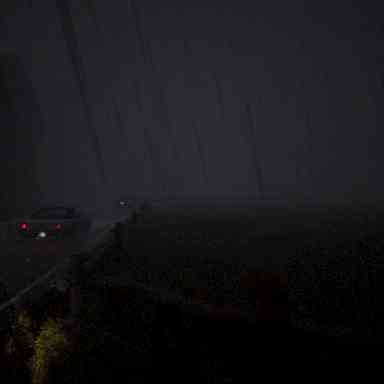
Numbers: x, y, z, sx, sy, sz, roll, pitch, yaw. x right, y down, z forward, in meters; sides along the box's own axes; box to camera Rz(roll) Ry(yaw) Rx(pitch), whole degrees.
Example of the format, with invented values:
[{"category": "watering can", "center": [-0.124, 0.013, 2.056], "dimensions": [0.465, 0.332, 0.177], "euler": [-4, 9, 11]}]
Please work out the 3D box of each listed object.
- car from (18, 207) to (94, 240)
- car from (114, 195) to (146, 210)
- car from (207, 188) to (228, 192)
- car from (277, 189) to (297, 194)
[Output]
[{"category": "car", "center": [-5.944, 1.330, 15.227], "dimensions": [1.895, 1.301, 4.718], "euler": [0, 1, -3]}, {"category": "car", "center": [-5.992, 0.985, 32.947], "dimensions": [1.994, 1.385, 4.181], "euler": [0, 1, 15]}, {"category": "car", "center": [6.955, -0.178, 85.300], "dimensions": [4.605, 1.855, 1.932], "euler": [0, 1, -1]}, {"category": "car", "center": [20.557, 0.232, 71.627], "dimensions": [4.611, 1.667, 2.242], "euler": [0, 1, -1]}]
